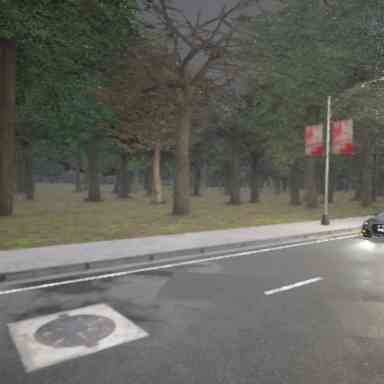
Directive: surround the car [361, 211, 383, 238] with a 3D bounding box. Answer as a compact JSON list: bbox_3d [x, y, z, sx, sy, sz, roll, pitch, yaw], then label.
[{"bbox_3d":[9.623,1.431,15.352,4.181,1.385,1.994,0,1,-37],"label":"car"}]
